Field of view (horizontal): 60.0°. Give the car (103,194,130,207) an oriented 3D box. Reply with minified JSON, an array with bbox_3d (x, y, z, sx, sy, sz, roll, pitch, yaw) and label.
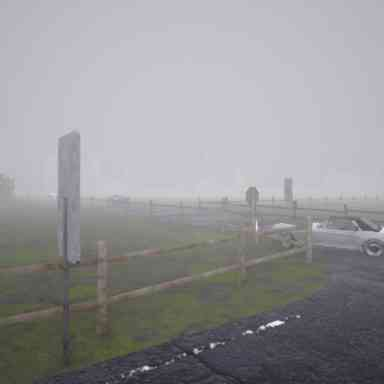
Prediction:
[{"bbox_3d":[-9.189,1.006,40.473,1.837,1.490,4.892,0,1,-37],"label":"car"}]

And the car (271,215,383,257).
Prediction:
[{"bbox_3d":[5.424,1.545,12.652,4.718,1.301,1.895,1,2,31],"label":"car"}]

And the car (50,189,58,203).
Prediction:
[{"bbox_3d":[-19.435,0.549,49.567,2.150,2.045,5.566,0,1,-37],"label":"car"}]
